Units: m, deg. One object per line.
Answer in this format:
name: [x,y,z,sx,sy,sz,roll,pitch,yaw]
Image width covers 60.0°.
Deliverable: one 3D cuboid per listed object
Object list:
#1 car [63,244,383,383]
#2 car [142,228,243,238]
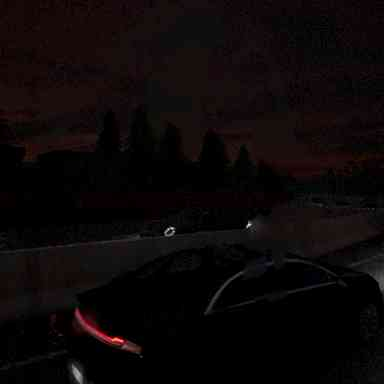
car: [0.835,1.500,4.621,4.902,1.511,2.128,0,0,-37]
car: [0.116,1.378,13.354,4.553,1.767,2.097,0,0,-41]
